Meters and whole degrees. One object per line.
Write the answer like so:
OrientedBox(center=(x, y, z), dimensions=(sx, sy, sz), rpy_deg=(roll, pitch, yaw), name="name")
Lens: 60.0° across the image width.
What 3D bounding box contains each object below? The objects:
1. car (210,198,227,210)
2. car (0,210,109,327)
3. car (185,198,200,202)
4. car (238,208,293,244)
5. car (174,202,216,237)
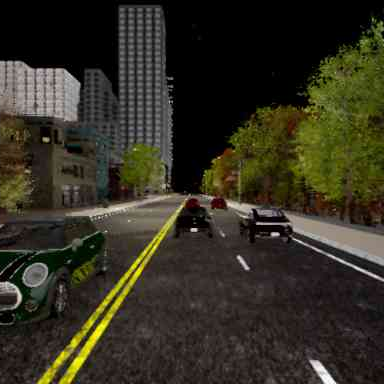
OrientedBox(center=(3.343, 1.470, 42.561), dimensions=(1.882, 1.535, 5.008), rpy_deg=(0, 0, 0), name="car")
OrientedBox(center=(-3.348, 1.352, 7.320), dimensions=(2.097, 1.767, 4.553), rpy_deg=(0, 0, 0), name="car")
OrientedBox(center=(0.092, 1.518, 42.910), dimensions=(1.812, 1.442, 4.674), rpy_deg=(0, 0, 0), name="car")
OrientedBox(center=(3.347, 1.491, 15.817), dimensions=(2.128, 1.511, 4.902), rpy_deg=(0, 0, 0), name="car")
OrientedBox(center=(0.096, 1.504, 17.864), dimensions=(1.837, 1.490, 4.892), rpy_deg=(0, 0, 0), name="car")
